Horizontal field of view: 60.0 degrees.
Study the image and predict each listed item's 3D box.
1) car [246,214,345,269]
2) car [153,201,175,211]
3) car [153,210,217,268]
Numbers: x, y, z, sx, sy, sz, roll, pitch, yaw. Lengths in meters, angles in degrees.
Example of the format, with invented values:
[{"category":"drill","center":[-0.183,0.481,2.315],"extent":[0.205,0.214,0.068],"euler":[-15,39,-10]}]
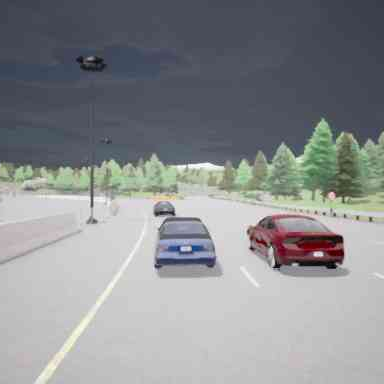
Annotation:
[{"category":"car","center":[3.165,1.475,11.163],"extent":[1.882,1.535,5.008],"euler":[0,0,-3]},{"category":"car","center":[-2.779,1.581,32.594],"extent":[1.994,1.385,4.181],"euler":[0,0,-9]},{"category":"car","center":[-0.317,1.552,11.326],"extent":[2.033,1.411,5.357],"euler":[0,0,-4]}]
